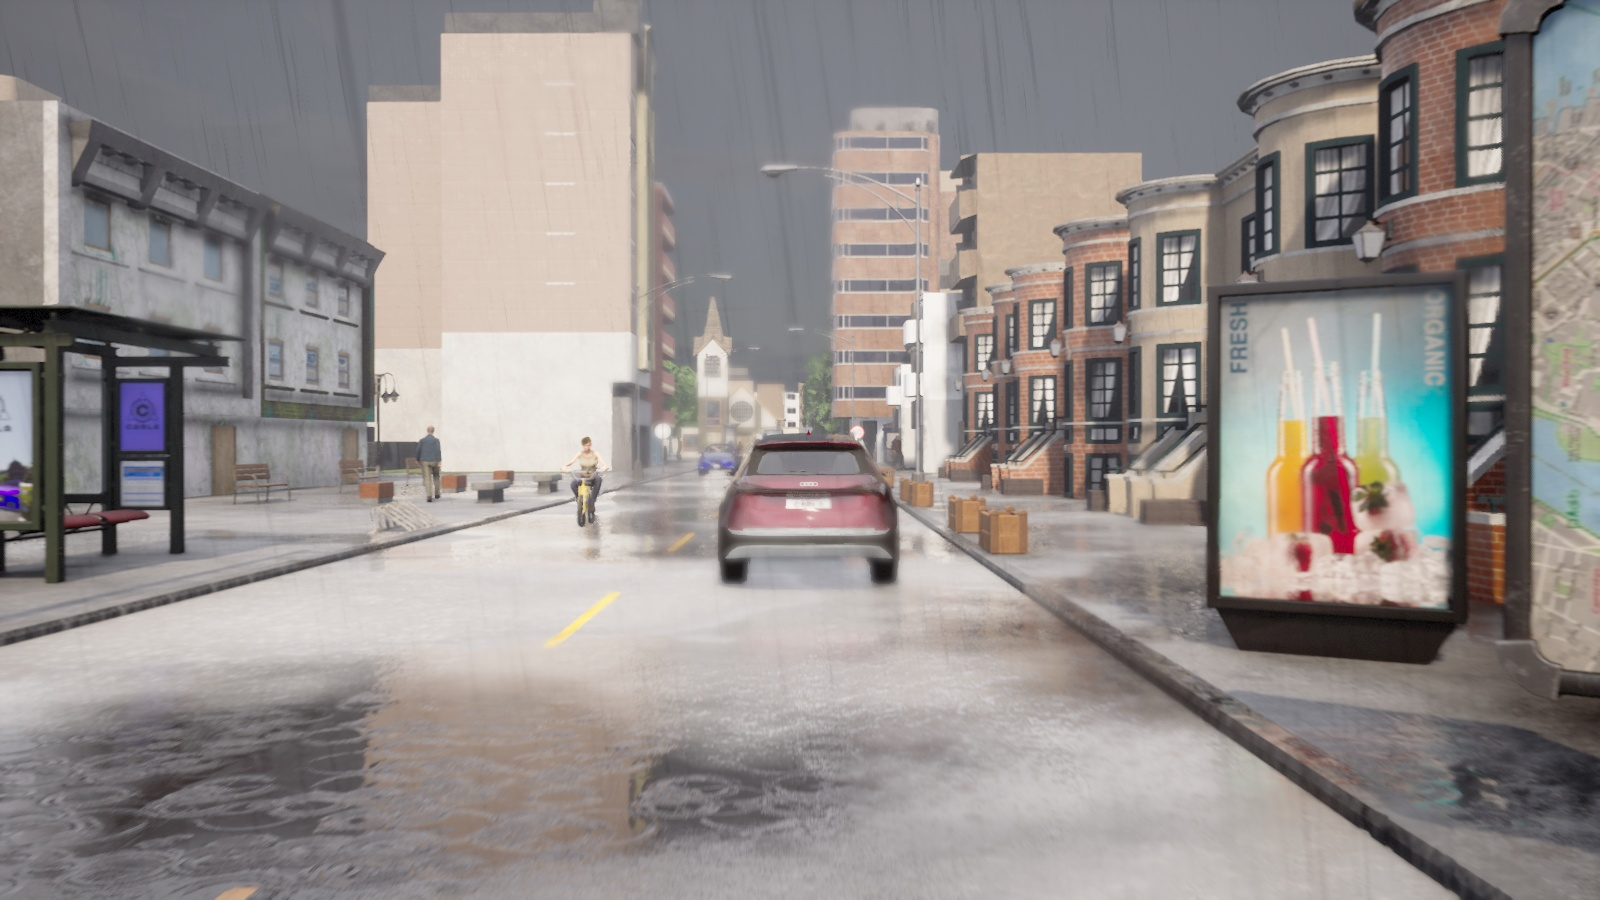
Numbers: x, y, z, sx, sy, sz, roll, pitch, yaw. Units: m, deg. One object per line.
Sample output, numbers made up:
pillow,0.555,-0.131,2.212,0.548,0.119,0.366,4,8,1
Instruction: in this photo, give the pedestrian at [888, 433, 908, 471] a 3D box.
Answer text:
pedestrian,4.908,0.099,62.770,0.634,1.844,0.899,0,0,-26

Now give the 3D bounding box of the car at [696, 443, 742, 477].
car,-3.688,0.433,57.557,1.816,1.474,4.193,0,0,0

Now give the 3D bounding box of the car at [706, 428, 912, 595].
car,0.100,0.593,14.836,2.033,1.649,4.856,0,0,0

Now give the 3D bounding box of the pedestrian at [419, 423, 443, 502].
pedestrian,-8.675,0.283,29.529,0.402,1.842,0.726,0,0,-5

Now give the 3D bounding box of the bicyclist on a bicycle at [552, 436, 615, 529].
bicyclist on a bicycle,-3.851,0.553,22.459,0.866,1.612,1.509,0,0,1
